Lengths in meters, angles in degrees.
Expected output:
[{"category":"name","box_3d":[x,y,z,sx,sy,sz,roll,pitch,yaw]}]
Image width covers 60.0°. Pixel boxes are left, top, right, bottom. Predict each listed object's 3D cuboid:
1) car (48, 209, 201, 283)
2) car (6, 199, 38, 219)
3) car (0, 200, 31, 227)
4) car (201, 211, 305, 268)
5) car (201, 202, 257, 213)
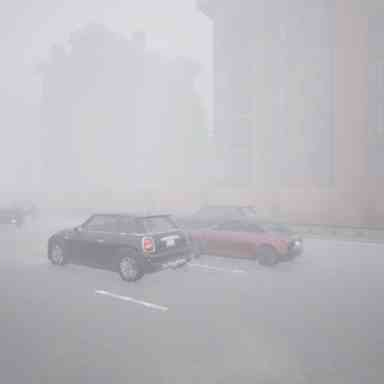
[{"category":"car","box_3d":[-2.281,1.351,9.920,4.553,1.767,2.097,0,0,36]},{"category":"car","box_3d":[-14.772,1.351,27.427,4.553,1.767,2.097,0,0,36]},{"category":"car","box_3d":[-12.913,1.506,21.803,4.892,1.490,1.837,0,0,35]},{"category":"car","box_3d":[1.642,1.562,11.416,4.181,1.385,1.994,0,0,36]},{"category":"car","box_3d":[1.190,1.351,16.040,4.553,1.767,2.097,0,0,35]}]
